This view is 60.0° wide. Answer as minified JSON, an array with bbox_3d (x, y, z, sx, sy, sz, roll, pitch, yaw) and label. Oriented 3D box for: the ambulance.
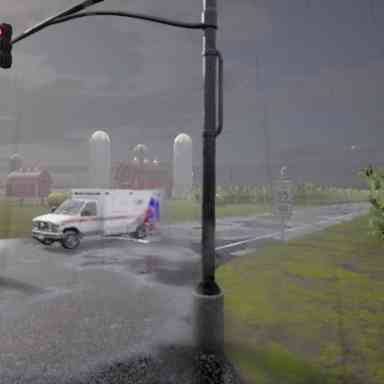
[{"bbox_3d":[-4.089,1.085,15.653,2.351,2.431,6.366,1,0,35],"label":"ambulance"}]
